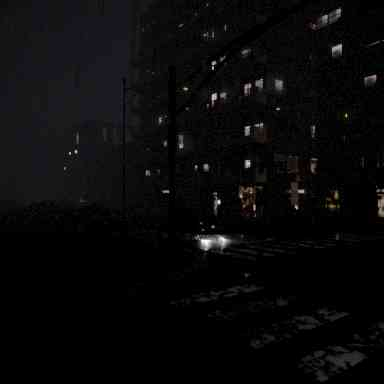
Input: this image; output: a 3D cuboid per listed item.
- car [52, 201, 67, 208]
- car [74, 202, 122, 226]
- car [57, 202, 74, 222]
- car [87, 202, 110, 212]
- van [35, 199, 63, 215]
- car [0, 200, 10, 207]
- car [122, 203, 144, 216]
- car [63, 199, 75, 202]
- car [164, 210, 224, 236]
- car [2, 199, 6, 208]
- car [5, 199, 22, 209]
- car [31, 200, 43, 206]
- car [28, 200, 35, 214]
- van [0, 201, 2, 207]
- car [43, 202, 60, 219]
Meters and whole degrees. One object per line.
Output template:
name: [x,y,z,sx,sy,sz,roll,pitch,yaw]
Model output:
car: [-26.547,2.462,66.606,1.887,1.381,4.507,-1,0,-35]
car: [-7.530,1.776,26.330,1.967,1.590,4.097,-1,0,-35]
car: [-10.636,1.934,30.691,1.752,1.417,4.829,-1,0,-35]
car: [-13.731,2.191,48.619,1.947,1.339,4.313,-1,0,-35]
van: [-17.149,1.900,39.830,1.690,1.788,3.998,-1,0,-35]
car: [-42.693,2.666,75.688,1.752,1.417,4.829,-1,0,-35]
car: [-7.423,2.006,39.764,1.752,1.417,4.829,-1,0,-35]
car: [-23.347,2.160,62.109,2.192,1.841,5.009,-1,0,-35]
car: [0.027,1.776,20.164,1.994,1.385,4.181,0,-1,-35]
car: [-36.380,2.542,66.828,1.887,1.381,4.507,-1,0,-35]
car: [-33.176,2.365,62.328,1.967,1.590,4.097,-1,0,-35]
car: [-39.361,2.773,84.593,1.947,1.339,4.313,-1,0,-35]
car: [-20.353,2.073,44.329,1.967,1.590,4.097,-1,0,-35]
van: [-39.589,2.411,71.328,1.690,1.788,3.998,-1,0,-35]
car: [-13.939,2.036,35.329,2.008,1.369,4.403,-1,0,-35]
